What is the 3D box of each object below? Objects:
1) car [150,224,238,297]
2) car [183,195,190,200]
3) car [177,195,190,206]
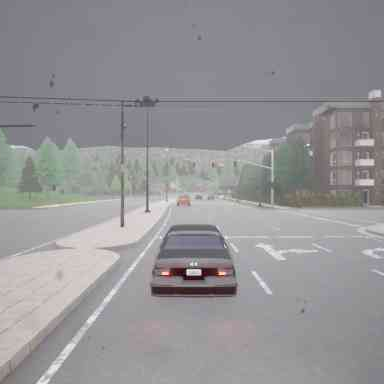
[{"bbox_3d":[0.042,1.547,8.725,2.033,1.411,5.357,0,0,0],"label":"car"},{"bbox_3d":[-1.556,1.524,95.473,1.812,1.442,4.674,0,0,0],"label":"car"},{"bbox_3d":[-1.364,1.352,54.470,2.097,1.767,4.553,0,0,-1],"label":"car"}]
